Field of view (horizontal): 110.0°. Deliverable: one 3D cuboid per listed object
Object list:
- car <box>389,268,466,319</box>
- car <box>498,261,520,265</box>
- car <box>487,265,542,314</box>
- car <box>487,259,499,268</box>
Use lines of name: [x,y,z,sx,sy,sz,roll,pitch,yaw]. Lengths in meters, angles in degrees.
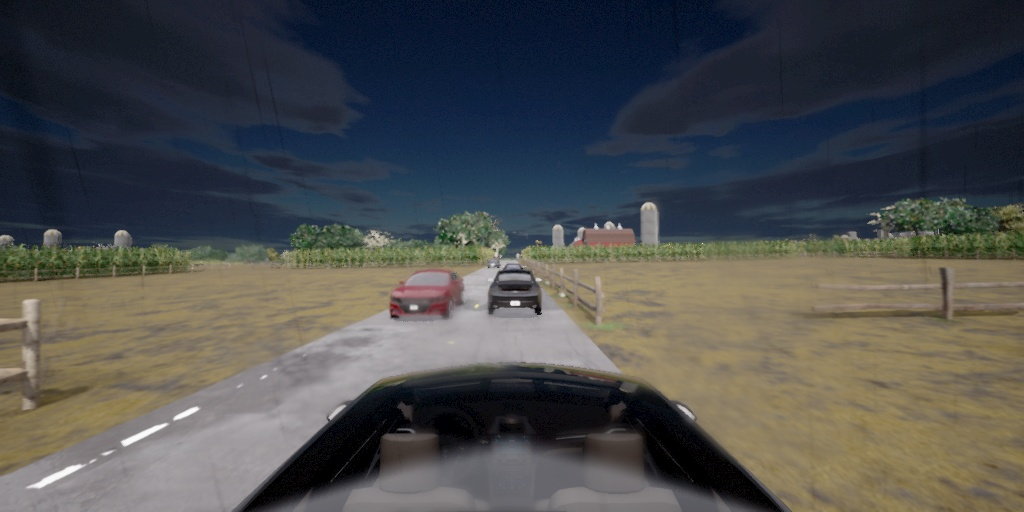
car: [-2.848,1.226,12.963,1.882,1.535,5.008,0,0,0]
car: [0.104,1.294,29.790,1.994,1.385,4.181,0,0,0]
car: [0.101,1.253,13.784,1.837,1.490,4.892,0,0,0]
car: [-2.801,1.156,55.258,2.128,1.511,4.902,0,0,0]
